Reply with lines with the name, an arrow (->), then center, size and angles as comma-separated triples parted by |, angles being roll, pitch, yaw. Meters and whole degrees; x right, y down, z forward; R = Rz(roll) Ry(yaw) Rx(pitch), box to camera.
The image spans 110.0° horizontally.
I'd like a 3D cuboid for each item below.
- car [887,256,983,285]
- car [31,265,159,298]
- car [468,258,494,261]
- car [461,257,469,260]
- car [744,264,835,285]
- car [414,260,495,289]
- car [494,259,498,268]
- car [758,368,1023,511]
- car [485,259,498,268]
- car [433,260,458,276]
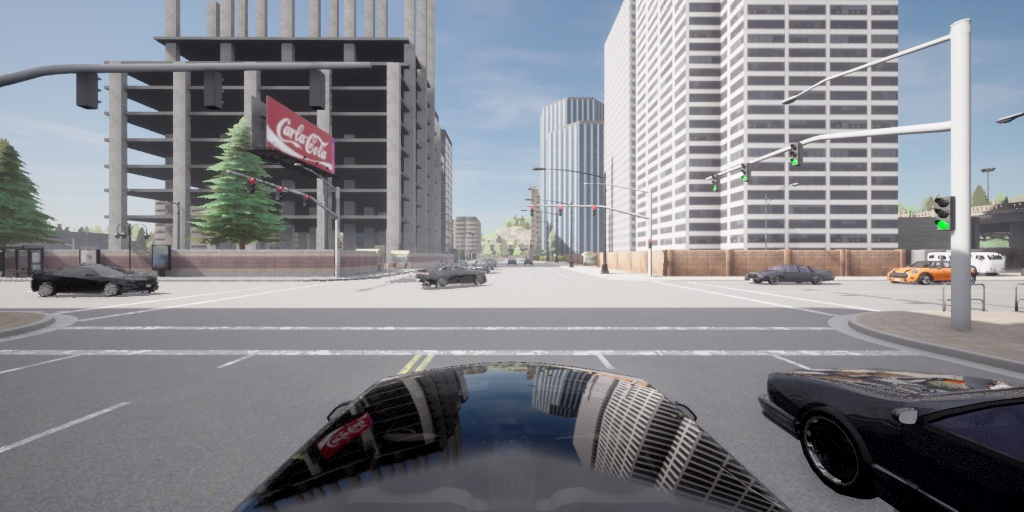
car -> 29.657, 1.102, 25.477 | 4.553, 1.767, 2.097 | 0, 0, 1
car -> -20.857, 1.228, 18.077 | 5.008, 1.535, 1.882 | 0, 0, -1
car -> -3.580, 1.241, 41.749 | 2.128, 1.511, 4.902 | 0, 0, 0
car -> -7.075, 1.255, 48.163 | 1.837, 1.490, 4.892 | 0, 0, 0
car -> 19.648, 1.297, 25.457 | 5.357, 1.411, 2.033 | 0, 0, 0
car -> -3.864, 1.241, 23.230 | 4.902, 1.511, 2.128 | 0, 0, -43
car -> -3.573, 1.241, 51.816 | 2.128, 1.511, 4.902 | 0, 0, 0
car -> 3.597, 1.297, 1.411 | 2.033, 1.411, 5.357 | 0, 0, 0
car -> -3.540, 1.255, 62.201 | 1.837, 1.490, 4.892 | 0, 0, 0
car -> -7.081, 1.255, 38.750 | 1.837, 1.490, 4.892 | 0, 0, 0
